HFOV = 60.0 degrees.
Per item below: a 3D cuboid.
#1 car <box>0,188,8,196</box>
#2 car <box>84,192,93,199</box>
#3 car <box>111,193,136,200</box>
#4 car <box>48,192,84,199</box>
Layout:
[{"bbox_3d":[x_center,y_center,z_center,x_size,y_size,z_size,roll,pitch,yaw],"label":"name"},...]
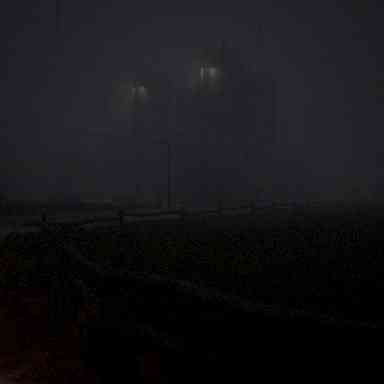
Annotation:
[{"bbox_3d":[-38.796,0.230,66.376,1.905,1.878,3.866,1,1,39],"label":"car"},{"bbox_3d":[-20.310,0.685,61.527,4.902,1.511,2.128,1,1,38],"label":"car"},{"bbox_3d":[-11.263,0.848,54.563,5.008,1.535,1.882,1,1,38],"label":"car"},{"bbox_3d":[-19.826,0.771,51.349,2.242,1.667,4.611,1,1,39],"label":"car"}]
